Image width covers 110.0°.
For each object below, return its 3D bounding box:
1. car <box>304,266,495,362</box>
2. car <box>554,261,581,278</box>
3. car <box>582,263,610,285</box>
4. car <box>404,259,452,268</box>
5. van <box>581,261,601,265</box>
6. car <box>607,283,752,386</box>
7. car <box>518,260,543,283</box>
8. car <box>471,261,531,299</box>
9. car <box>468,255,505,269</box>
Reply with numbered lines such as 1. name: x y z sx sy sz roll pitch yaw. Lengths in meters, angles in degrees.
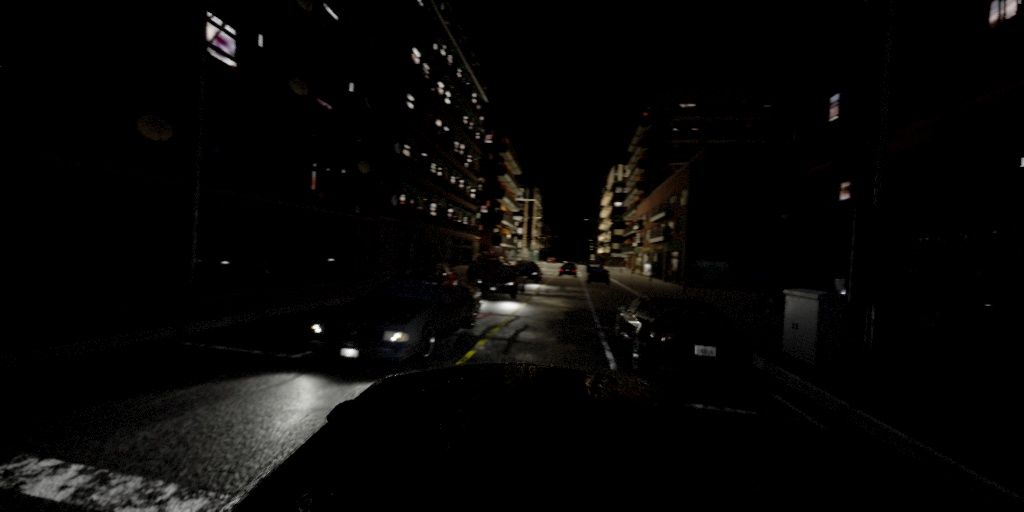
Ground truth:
1. car: -2.076 1.137 8.220 2.033 1.411 5.357 4 0 10
2. car: 5.848 1.466 37.429 2.033 1.411 5.357 4 0 10
3. car: 7.004 1.579 29.539 1.888 1.381 4.507 0 0 10
4. car: -3.569 0.907 14.340 1.967 1.591 4.097 0 0 10
5. van: 7.944 1.402 35.047 1.690 1.789 3.998 0 0 10
6. car: 3.244 1.486 7.506 1.948 1.339 4.313 0 0 10
7. car: 1.298 1.218 27.942 1.812 1.442 4.674 4 0 10
8. car: -0.421 1.165 17.948 1.812 1.442 4.674 4 0 10
9. car: -1.689 0.839 25.356 2.192 1.841 5.009 0 0 10
